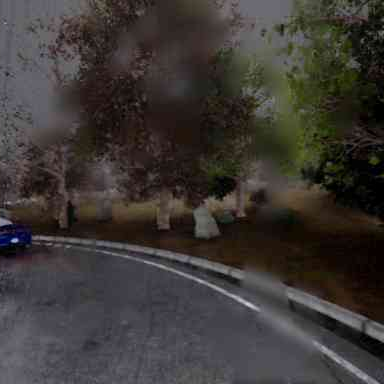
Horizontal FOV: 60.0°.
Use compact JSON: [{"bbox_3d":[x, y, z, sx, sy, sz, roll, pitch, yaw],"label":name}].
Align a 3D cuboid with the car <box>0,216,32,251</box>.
[{"bbox_3d":[-8.723,1.689,13.635,5.008,1.535,1.882,-1,0,30],"label":"car"}]
